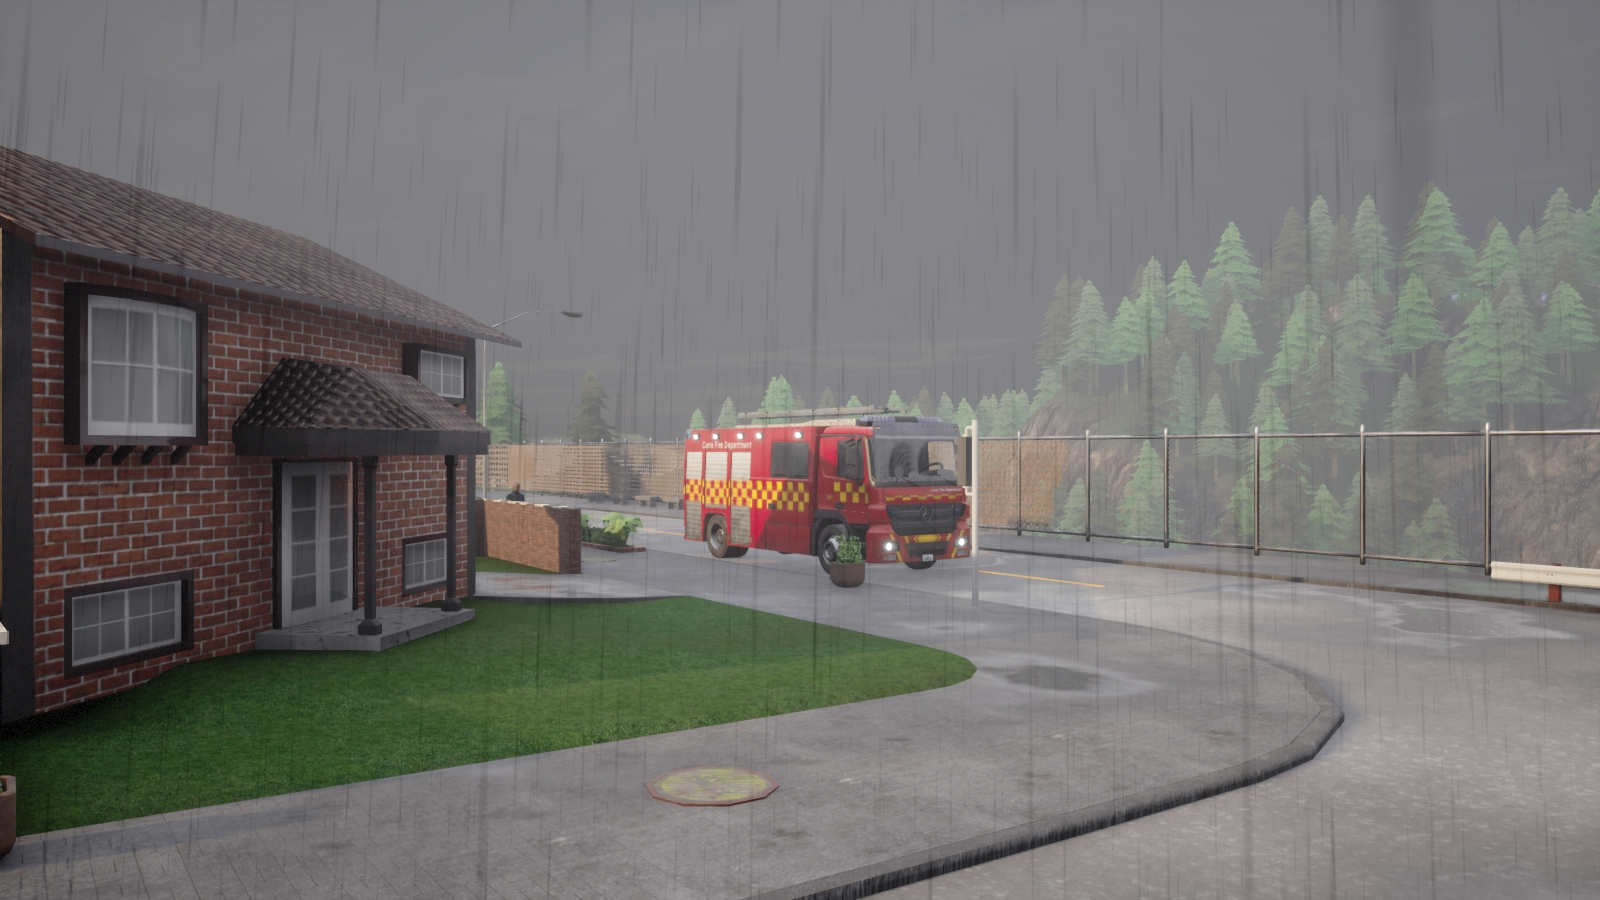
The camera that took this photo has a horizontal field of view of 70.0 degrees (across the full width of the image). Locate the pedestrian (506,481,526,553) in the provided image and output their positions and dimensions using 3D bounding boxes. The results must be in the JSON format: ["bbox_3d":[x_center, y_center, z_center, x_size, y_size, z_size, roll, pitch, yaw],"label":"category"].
[{"bbox_3d":[-7.444,1.745,29.959,0.375,1.860,0.375,0,0,-37],"label":"pedestrian"}]

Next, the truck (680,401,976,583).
[{"bbox_3d":[0.353,0.890,28.322,2.891,3.827,8.468,0,0,-35],"label":"truck"}]
